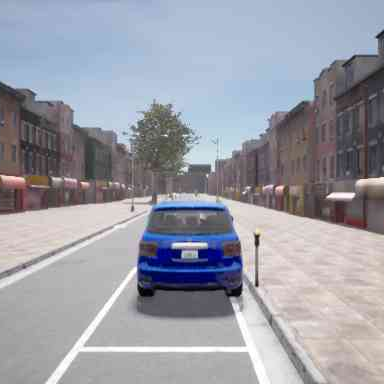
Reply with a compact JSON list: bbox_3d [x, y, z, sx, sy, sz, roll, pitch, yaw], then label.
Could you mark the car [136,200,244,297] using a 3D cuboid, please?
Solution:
[{"bbox_3d":[-0.039,1.215,8.678,2.150,2.045,5.566,0,0,0],"label":"car"}]
